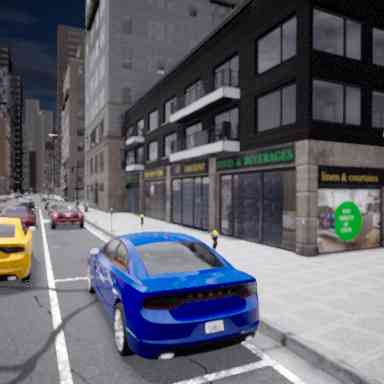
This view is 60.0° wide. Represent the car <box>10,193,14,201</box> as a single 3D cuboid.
[{"bbox_3d":[-45.317,1.466,81.242,2.008,1.369,4.403,0,0,-25],"label":"car"}]

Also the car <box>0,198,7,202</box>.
[{"bbox_3d":[-20.603,1.533,34.214,1.895,1.301,4.718,0,0,-24],"label":"car"}]

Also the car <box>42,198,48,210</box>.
[{"bbox_3d":[-12.772,1.514,31.397,2.008,1.369,4.403,0,0,-25],"label":"car"}]

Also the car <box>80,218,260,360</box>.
[{"bbox_3d":[-0.770,1.478,6.283,1.882,1.535,5.008,0,0,-25],"label":"car"}]

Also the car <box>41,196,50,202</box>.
[{"bbox_3d":[-17.415,1.517,41.372,1.947,1.339,4.313,0,0,-25],"label":"car"}]

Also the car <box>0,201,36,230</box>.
[{"bbox_3d":[-10.912,1.529,20.872,1.994,1.385,4.181,0,0,-25],"label":"car"}]

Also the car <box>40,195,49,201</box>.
[{"bbox_3d":[-37.583,1.501,84.828,2.008,1.369,4.403,0,0,-25],"label":"car"}]

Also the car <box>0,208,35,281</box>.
[{"bbox_3d":[-5.533,1.458,9.315,1.882,1.535,5.008,0,0,-25],"label":"car"}]

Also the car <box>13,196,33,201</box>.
[{"bbox_3d":[-19.012,1.467,38.042,1.812,1.442,4.674,0,0,-25],"label":"car"}]

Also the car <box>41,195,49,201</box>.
[{"bbox_3d":[-35.381,1.472,80.074,1.752,1.417,4.829,0,0,-25],"label":"car"}]

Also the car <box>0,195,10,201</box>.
[{"bbox_3d":[-40.770,1.490,71.427,1.802,1.307,4.206,0,0,-25],"label":"car"}]

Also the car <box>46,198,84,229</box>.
[{"bbox_3d":[-8.129,1.416,21.422,1.967,1.590,4.097,0,0,-25],"label":"car"}]

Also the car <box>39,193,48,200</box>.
[{"bbox_3d":[-33.036,1.383,75.012,1.967,1.590,4.097,0,0,-25],"label":"car"}]
